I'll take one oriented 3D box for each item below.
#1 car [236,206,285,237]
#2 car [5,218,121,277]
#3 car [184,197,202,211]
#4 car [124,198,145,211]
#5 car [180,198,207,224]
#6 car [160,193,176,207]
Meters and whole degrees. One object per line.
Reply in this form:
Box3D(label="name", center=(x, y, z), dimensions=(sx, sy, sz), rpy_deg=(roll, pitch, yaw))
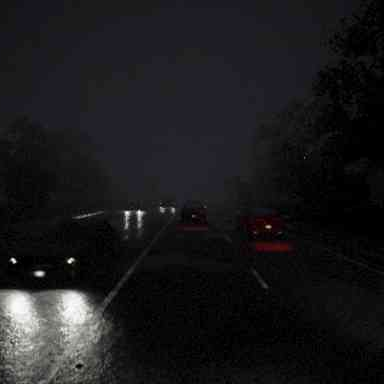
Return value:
Box3D(label="car", center=(3.601, 1.482, 18.152), dimensions=(1.882, 1.535, 5.008), rpy_deg=(0, 0, 0))
Box3D(label="car", center=(-3.600, 1.551, 10.513), dimensions=(2.033, 1.411, 5.357), rpy_deg=(0, 0, 0))
Box3D(label="car", center=(0.104, 1.503, 42.979), dimensions=(2.128, 1.511, 4.902), rpy_deg=(0, 0, 0))
Box3D(label="car", center=(-7.085, 1.537, 41.591), dimensions=(1.812, 1.442, 4.674), rpy_deg=(0, 0, 0))
Box3D(label="car", center=(0.104, 1.484, 25.150), dimensions=(1.882, 1.535, 5.008), rpy_deg=(0, 0, 0))
Box3D(label="car", center=(-3.560, 1.235, 50.378), dimensions=(2.150, 2.045, 5.566), rpy_deg=(0, 0, 0))
